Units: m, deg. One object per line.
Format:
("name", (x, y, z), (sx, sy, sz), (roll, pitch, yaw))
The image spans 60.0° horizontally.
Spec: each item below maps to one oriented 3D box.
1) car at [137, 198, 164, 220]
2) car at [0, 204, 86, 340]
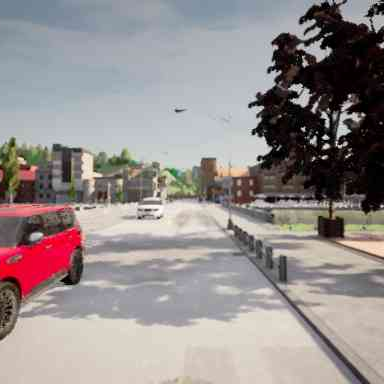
("car", (-3.998, 1.628, 32.761), (2.150, 2.045, 5.566), (0, 0, 0))
("car", (-3.995, 1.320, 6.989), (2.150, 2.045, 5.566), (0, -1, 0))
